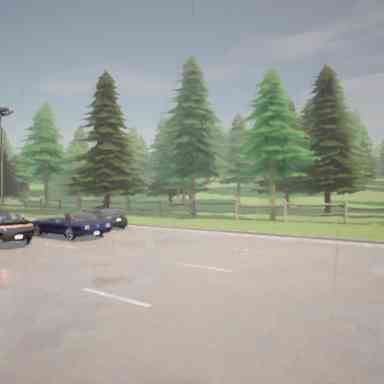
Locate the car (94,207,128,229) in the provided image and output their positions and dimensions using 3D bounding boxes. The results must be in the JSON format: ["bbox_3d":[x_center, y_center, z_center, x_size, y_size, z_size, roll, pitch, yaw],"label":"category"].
[{"bbox_3d":[-6.048,1.653,21.200,4.181,1.385,1.994,0,0,36],"label":"car"}]

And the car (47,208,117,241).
[{"bbox_3d":[-6.331,1.679,17.102,4.718,1.301,1.895,0,0,36],"label":"car"}]

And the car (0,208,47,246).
[{"bbox_3d":[-8.829,1.574,14.584,4.902,1.511,2.128,0,0,36],"label":"car"}]
